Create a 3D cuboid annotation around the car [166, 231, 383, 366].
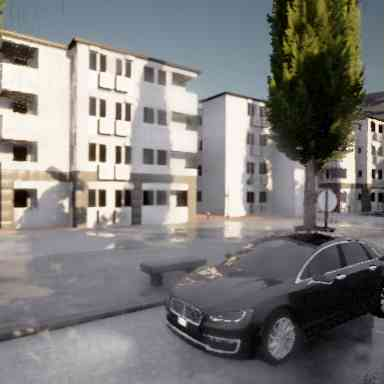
[{"bbox_3d":[1.857,1.522,5.907,4.892,1.490,1.837,0,0,-35],"label":"car"}]
